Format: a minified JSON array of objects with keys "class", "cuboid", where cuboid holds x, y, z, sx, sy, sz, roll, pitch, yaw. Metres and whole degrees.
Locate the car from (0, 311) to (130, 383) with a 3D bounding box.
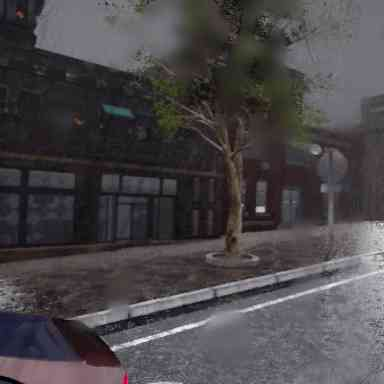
[{"class":"car","cuboid":[-2.445,1.566,1.941,4.181,1.385,1.994,0,0,-36]}]
